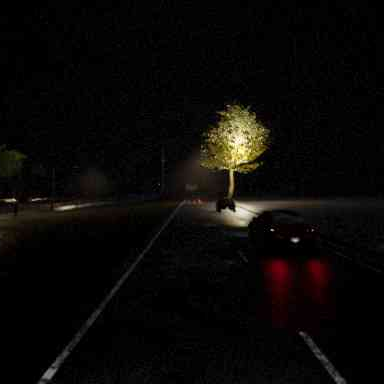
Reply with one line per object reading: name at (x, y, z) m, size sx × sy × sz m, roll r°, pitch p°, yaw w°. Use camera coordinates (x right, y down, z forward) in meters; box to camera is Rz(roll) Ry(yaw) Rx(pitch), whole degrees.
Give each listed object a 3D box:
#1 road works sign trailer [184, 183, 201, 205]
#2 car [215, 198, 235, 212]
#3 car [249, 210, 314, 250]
road works sign trailer at (-0.006, 0.291, 54.806) m, size 2.380 × 3.560 × 2.880 m, roll 0°, pitch 0°, yaw 0°
car at (3.597, 1.382, 36.226) m, size 1.837 × 1.490 × 4.892 m, roll 0°, pitch 0°, yaw 0°
car at (3.600, 1.478, 13.895) m, size 1.812 × 1.442 × 4.674 m, roll 0°, pitch 0°, yaw 0°
